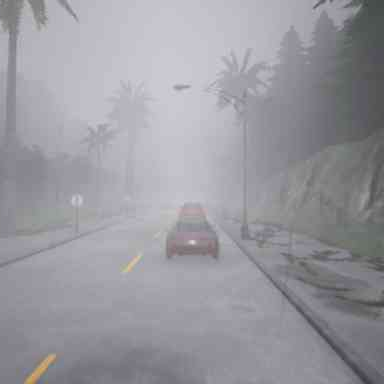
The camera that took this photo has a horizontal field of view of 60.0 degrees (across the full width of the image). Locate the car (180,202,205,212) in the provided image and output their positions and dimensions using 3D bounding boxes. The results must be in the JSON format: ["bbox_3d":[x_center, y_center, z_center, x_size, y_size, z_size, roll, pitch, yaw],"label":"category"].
[{"bbox_3d":[0.016,1.671,28.403,2.097,1.767,4.553,0,-1,0],"label":"car"}]

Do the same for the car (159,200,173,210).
[{"bbox_3d":[-4.093,2.070,52.754,1.882,1.535,5.008,0,-1,0],"label":"car"}]

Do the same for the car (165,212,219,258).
[{"bbox_3d":[0.021,1.717,13.455,1.994,1.385,4.181,0,-1,0],"label":"car"}]
